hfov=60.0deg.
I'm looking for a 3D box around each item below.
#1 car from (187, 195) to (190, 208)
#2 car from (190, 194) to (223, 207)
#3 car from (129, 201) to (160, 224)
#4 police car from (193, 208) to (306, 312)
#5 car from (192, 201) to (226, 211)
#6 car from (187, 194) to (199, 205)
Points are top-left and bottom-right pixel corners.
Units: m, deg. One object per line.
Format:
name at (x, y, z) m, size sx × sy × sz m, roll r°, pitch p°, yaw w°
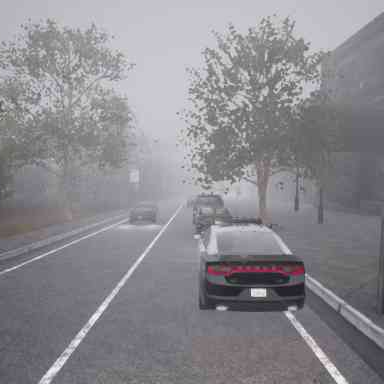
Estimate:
car at (0.245, 1.514, 45.883) m, size 1.895 × 1.301 × 4.718 m, roll 0°, pitch 0°, yaw 0°
car at (1.134, 1.179, 23.917) m, size 2.150 × 2.045 × 5.566 m, roll 0°, pitch 0°, yaw 0°
car at (-3.413, 1.458, 24.532) m, size 1.837 × 1.490 × 4.892 m, roll 0°, pitch 0°, yaw 0°
police car at (1.079, 1.410, 7.927) m, size 1.930 × 1.638 × 5.238 m, roll 0°, pitch 0°, yaw 0°
car at (1.113, 1.444, 17.866) m, size 1.882 × 1.535 × 5.008 m, roll 0°, pitch 0°, yaw 0°
car at (0.210, 1.242, 58.135) m, size 2.097 × 1.767 × 4.553 m, roll 0°, pitch 0°, yaw 1°
